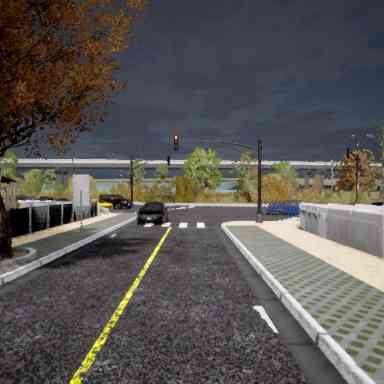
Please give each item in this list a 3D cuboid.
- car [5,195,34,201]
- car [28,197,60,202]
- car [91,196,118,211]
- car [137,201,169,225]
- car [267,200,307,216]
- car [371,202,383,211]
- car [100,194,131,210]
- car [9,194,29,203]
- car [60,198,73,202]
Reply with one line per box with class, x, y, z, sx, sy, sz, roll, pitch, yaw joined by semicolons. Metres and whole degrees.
car;-32.007;1.806;61.579;4.892;1.490;1.837;-1;2;36
car;-22.650;1.879;50.654;4.181;1.385;1.994;-1;2;36
car;-12.391;1.704;43.184;5.008;1.535;1.882;0;2;36
car;-2.771;1.471;24.245;1.882;1.535;5.008;0;0;1
car;9.775;1.486;31.095;5.357;1.411;2.033;-1;2;36
car;19.855;1.259;32.047;4.718;1.301;1.895;-1;2;36
car;-10.653;1.340;45.928;5.566;2.045;2.150;-1;2;36
car;-38.939;1.438;74.636;4.553;1.767;2.097;-1;2;36
car;-20.467;1.728;53.081;4.674;1.442;1.812;-1;2;36
